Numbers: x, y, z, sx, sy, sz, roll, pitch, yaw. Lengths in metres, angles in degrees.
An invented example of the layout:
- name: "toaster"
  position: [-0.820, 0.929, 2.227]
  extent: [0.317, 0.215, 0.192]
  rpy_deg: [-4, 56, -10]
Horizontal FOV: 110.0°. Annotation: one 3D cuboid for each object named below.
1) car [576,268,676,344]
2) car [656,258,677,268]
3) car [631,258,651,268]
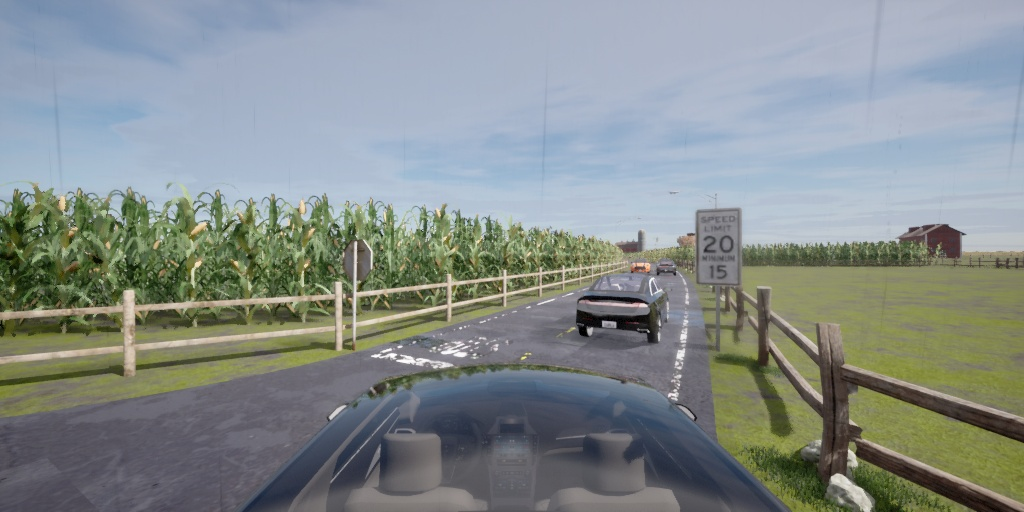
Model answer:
- name: "car"
  position: [3.170, 1.244, 9.776]
  extent: [2.128, 1.511, 4.902]
  rpy_deg: [0, 0, 27]
- name: "car"
  position: [16.256, 1.244, 37.710]
  extent: [2.128, 1.511, 4.902]
  rpy_deg: [0, 0, 24]
- name: "car"
  position: [15.432, 1.099, 42.909]
  extent: [2.097, 1.767, 4.553]
  rpy_deg: [0, 0, 22]
